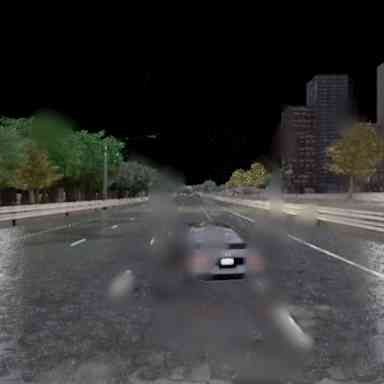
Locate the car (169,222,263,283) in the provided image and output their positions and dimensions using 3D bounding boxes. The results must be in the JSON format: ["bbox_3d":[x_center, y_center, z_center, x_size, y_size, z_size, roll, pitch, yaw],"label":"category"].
[{"bbox_3d":[0.409,1.610,9.882,2.033,1.411,5.357,0,0,-9],"label":"car"}]
